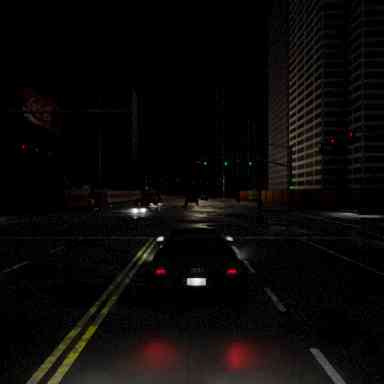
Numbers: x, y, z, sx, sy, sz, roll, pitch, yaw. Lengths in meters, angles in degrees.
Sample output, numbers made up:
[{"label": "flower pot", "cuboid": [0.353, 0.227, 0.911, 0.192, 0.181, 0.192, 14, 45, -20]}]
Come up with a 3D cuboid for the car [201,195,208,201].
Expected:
[{"label": "car", "cuboid": [3.250, 1.525, 87.500, 2.128, 1.511, 4.902, 0, 0, 0]}]

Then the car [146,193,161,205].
[{"label": "car", "cuboid": [-7.241, 1.221, 57.993, 2.150, 2.045, 5.566, 0, 0, 0]}]

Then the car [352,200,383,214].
[{"label": "car", "cuboid": [19.619, 1.547, 34.452, 5.357, 1.411, 2.033, 0, 0, 0]}]

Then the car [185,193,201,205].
[{"label": "car", "cuboid": [-0.051, 1.221, 58.940, 2.150, 2.045, 5.566, 0, 0, 0]}]

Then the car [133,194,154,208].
[{"label": "car", "cuboid": [-7.223, 1.491, 48.041, 2.128, 1.511, 4.902, 0, 0, 0]}]

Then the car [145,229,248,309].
[{"label": "car", "cuboid": [0.075, 1.564, 7.929, 1.994, 1.385, 4.181, 0, 0, 0]}]
